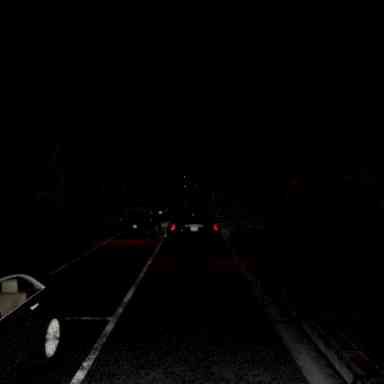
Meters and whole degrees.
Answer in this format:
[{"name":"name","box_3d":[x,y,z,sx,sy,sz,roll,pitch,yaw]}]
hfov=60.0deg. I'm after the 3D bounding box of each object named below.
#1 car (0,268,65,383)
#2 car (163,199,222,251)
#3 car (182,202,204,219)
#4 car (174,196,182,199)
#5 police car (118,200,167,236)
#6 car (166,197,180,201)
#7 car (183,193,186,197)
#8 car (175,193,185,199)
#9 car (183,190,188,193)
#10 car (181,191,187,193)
[{"name":"car","box_3d":[-2.646,1.559,3.138,2.008,1.369,4.403,-1,0,0]},{"name":"car","box_3d":[0.086,1.372,14.283,2.097,1.767,4.553,0,0,0]},{"name":"car","box_3d":[0.089,1.622,30.735,1.895,1.301,4.718,0,0,0]},{"name":"car","box_3d":[-2.645,1.555,41.889,1.947,1.339,4.313,0,0,0]},{"name":"police car","box_3d":[-2.752,1.447,18.626,1.930,1.638,5.238,0,0,0]},{"name":"car","box_3d":[-2.647,1.579,36.348,1.947,1.339,4.313,0,0,0]},{"name":"car","box_3d":[-2.642,1.311,64.040,1.947,1.339,4.313,0,1,0]},{"name":"car","box_3d":[-2.642,1.402,58.509,1.802,1.307,4.206,0,1,0]},{"name":"car","box_3d":[-2.641,0.951,86.185,2.008,1.369,4.403,1,1,0]},{"name":"car","box_3d":[-2.642,1.110,69.572,1.967,1.590,4.097,0,1,0]}]
